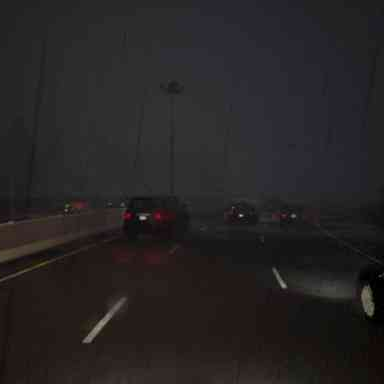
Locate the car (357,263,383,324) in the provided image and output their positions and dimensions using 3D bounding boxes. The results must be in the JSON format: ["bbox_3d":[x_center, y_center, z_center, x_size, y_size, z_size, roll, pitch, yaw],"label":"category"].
[{"bbox_3d":[3.866,1.512,4.230,1.837,1.490,4.892,0,0,3],"label":"car"}]

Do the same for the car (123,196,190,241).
[{"bbox_3d":[-1.606,1.200,16.809,2.150,2.045,5.566,0,0,11],"label":"car"}]

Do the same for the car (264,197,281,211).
[{"bbox_3d":[10.048,1.480,40.188,2.128,1.511,4.902,0,0,26],"label":"car"}]

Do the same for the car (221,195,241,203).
[{"bbox_3d":[8.146,1.446,69.317,1.837,1.490,4.892,0,0,39],"label":"car"}]

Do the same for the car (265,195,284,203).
[{"bbox_3d":[17.021,1.445,68.800,1.812,1.442,4.674,0,0,42],"label":"car"}]

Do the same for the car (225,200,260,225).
[{"bbox_3d":[3.831,1.550,24.255,1.994,1.385,4.181,0,0,16],"label":"car"}]

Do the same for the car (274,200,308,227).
[{"bbox_3d":[7.034,1.544,23.082,2.033,1.411,5.357,0,0,16],"label":"car"}]

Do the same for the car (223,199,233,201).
[{"bbox_3d":[5.511,1.577,38.916,1.895,1.301,4.718,0,0,25],"label":"car"}]

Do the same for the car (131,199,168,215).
[{"bbox_3d":[-4.262,1.478,33.947,1.812,1.442,4.674,0,0,20],"label":"car"}]
